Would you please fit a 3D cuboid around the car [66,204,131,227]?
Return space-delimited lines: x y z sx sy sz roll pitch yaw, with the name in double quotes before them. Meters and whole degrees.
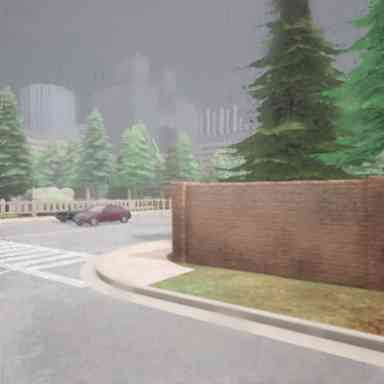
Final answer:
"car" -6.550 1.668 24.667 1.812 1.442 4.674 -1 0 35

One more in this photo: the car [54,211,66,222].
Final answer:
"car" -8.817 1.769 27.524 1.895 1.301 4.718 -1 0 35
